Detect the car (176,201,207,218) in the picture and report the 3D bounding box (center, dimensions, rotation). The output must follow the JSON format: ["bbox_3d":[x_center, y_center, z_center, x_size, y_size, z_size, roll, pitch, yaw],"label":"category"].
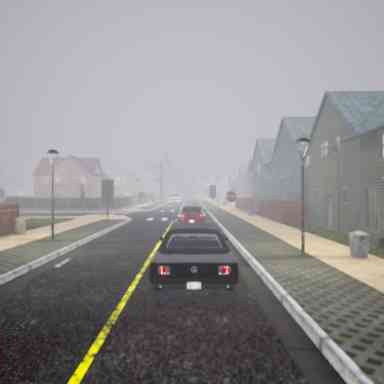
[{"bbox_3d":[-0.015,1.527,21.504,1.812,1.442,4.674,0,0,0],"label":"car"}]

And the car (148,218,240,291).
[{"bbox_3d":[0.048,1.601,8.928,1.895,1.301,4.718,0,0,0],"label":"car"}]

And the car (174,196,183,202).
[{"bbox_3d":[-3.068,1.590,76.593,1.895,1.301,4.718,0,0,0],"label":"car"}]

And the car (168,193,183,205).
[{"bbox_3d":[-3.057,1.234,61.057,2.150,2.045,5.566,0,0,0],"label":"car"}]
